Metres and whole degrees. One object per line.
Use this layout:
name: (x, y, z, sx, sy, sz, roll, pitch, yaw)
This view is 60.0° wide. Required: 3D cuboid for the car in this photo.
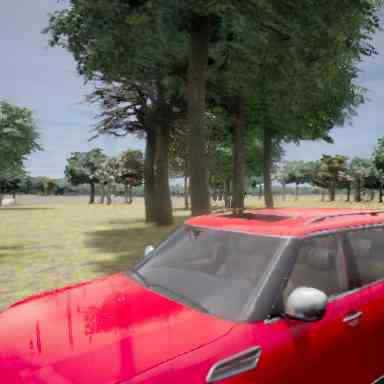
car: (0.799, 1.226, 3.631, 5.566, 2.045, 2.150, 1, 0, -36)
